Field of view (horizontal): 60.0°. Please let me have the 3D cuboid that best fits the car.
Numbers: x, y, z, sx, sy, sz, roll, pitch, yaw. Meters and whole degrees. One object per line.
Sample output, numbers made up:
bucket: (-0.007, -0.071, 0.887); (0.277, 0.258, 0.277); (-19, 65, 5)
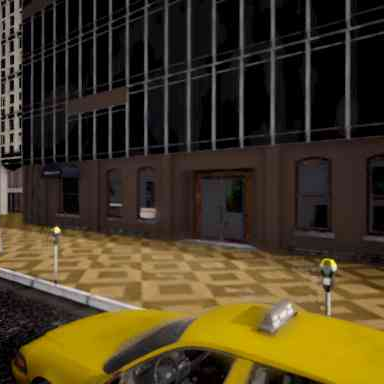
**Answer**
car: (0.409, 1.518, 2.587); (4.829, 1.417, 1.752); (1, 0, 35)
